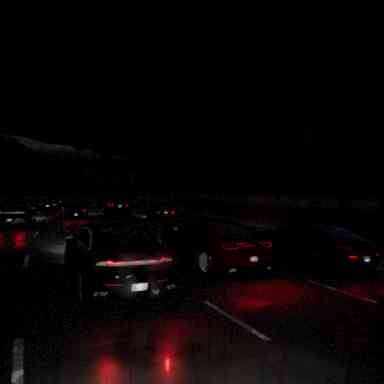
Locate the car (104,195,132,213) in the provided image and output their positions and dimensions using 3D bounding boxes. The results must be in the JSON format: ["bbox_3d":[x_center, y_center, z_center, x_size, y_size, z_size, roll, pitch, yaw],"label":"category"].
[{"bbox_3d":[-6.867,1.293,30.754,2.150,2.045,5.566,2,0,-17],"label":"car"}]

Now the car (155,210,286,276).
[{"bbox_3d":[0.572,1.594,10.972,1.882,1.535,5.008,2,-1,-25],"label":"car"}]

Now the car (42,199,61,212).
[{"bbox_3d":[-15.572,1.430,36.763,1.994,1.385,4.181,2,0,-13],"label":"car"}]

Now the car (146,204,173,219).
[{"bbox_3d":[-2.842,1.727,29.403,2.033,1.411,5.357,2,-1,-17],"label":"car"}]

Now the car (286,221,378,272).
[{"bbox_3d":[4.084,1.754,11.718,1.812,1.442,4.674,2,-1,-26],"label":"car"}]

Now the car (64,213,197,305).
[{"bbox_3d":[-2.000,1.507,8.251,2.128,1.511,4.902,2,-1,-26],"label":"car"}]

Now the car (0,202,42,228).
[{"bbox_3d":[-10.998,1.352,20.875,2.128,1.511,4.902,2,0,-20],"label":"car"}]

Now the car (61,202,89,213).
[{"bbox_3d":[-10.112,1.563,29.391,1.895,1.301,4.718,2,-1,-16],"label":"car"}]
